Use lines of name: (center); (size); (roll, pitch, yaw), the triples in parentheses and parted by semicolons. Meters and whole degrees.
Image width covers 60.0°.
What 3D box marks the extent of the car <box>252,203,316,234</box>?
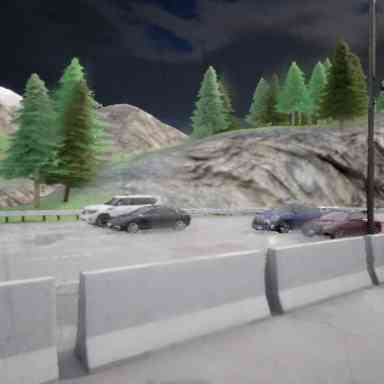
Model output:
car: (5.787, 1.458, 19.849); (4.553, 1.767, 2.097); (1, 0, -30)

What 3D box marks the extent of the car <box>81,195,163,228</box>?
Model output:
car: (-4.377, 1.228, 21.934); (5.566, 2.045, 2.150); (1, 0, -32)

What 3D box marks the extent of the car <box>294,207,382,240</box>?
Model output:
car: (7.696, 1.645, 16.922); (4.674, 1.442, 1.812); (1, 0, -30)

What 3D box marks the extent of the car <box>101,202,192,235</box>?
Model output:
car: (-2.352, 1.524, 19.050); (4.892, 1.490, 1.837); (0, 0, -32)
